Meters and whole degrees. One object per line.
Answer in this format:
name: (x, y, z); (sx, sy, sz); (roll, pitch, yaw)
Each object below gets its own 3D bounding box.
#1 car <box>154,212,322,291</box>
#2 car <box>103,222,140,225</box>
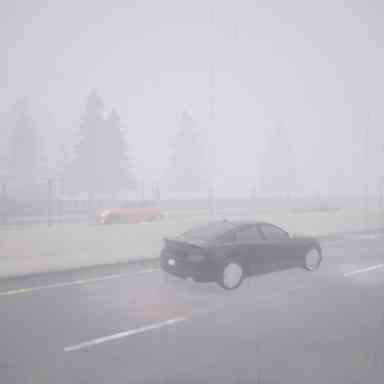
car: (1.545, 1.476, 9.152); (5.008, 1.535, 1.882); (0, 0, -36)
car: (-4.306, 1.349, 22.420); (4.553, 1.767, 2.097); (0, 0, -35)
